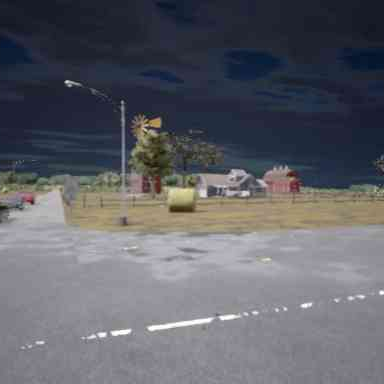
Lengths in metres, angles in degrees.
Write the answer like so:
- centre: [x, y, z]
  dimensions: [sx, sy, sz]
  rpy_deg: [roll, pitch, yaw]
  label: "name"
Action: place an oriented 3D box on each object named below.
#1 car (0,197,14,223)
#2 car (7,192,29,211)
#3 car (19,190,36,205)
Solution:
- centre: [-13.283, 1.254, 21.772]
  dimensions: [1.994, 1.385, 4.181]
  rpy_deg: [1, 0, -20]
  label: "car"
- centre: [-18.071, 1.080, 33.825]
  dimensions: [1.837, 1.490, 4.892]
  rpy_deg: [1, 0, -21]
  label: "car"
- centre: [-22.737, 0.692, 45.581]
  dimensions: [2.150, 2.045, 5.566]
  rpy_deg: [1, 0, -21]
  label: "car"
